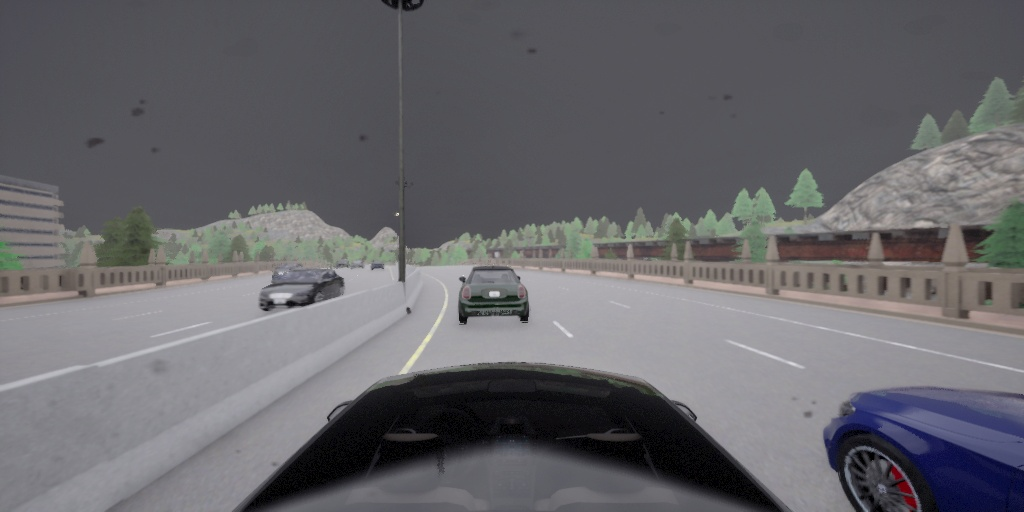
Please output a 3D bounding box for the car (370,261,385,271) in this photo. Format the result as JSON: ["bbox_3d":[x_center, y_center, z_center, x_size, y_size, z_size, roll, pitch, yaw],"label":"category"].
[{"bbox_3d":[-20.081,1.420,53.743,2.033,1.411,5.357,0,0,-19],"label":"car"}]

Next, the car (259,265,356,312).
[{"bbox_3d":[-8.259,1.285,14.579,2.128,1.511,4.902,0,0,-9],"label":"car"}]

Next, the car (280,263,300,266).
[{"bbox_3d":[-20.201,1.377,32.722,2.128,1.511,4.902,0,0,-19],"label":"car"}]

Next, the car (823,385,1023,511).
[{"bbox_3d":[3.470,1.261,0.976,1.812,1.442,4.674,0,0,1],"label":"car"}]

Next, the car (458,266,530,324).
[{"bbox_3d":[-0.734,1.104,12.297,2.097,1.767,4.553,0,0,-6],"label":"car"}]

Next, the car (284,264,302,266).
[{"bbox_3d":[-13.528,1.433,23.041,1.895,1.301,4.718,0,0,-15],"label":"car"}]
